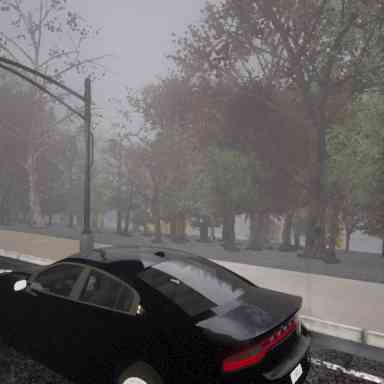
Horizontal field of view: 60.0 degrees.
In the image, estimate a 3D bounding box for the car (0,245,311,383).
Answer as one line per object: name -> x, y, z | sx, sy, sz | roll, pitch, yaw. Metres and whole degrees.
car -> -1.046, 1.477, 4.488 | 5.008, 1.535, 1.882 | 0, 0, 36
